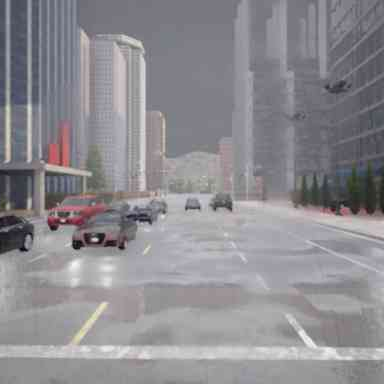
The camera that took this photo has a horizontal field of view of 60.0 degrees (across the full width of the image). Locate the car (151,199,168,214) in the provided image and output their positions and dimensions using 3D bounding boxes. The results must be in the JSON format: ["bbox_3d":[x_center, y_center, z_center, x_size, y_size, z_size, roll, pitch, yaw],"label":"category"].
[{"bbox_3d":[-3.561,1.483,34.647,2.128,1.511,4.902,0,0,0],"label":"car"}]

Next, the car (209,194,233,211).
[{"bbox_3d":[3.604,1.212,39.966,2.150,2.045,5.566,0,0,0],"label":"car"}]

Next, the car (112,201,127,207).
[{"bbox_3d":[-7.070,1.540,31.787,2.033,1.411,5.357,0,0,0],"label":"car"}]

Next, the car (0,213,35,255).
[{"bbox_3d":[-7.088,1.502,11.189,1.837,1.490,4.892,0,0,0],"label":"car"}]

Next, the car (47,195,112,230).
[{"bbox_3d":[-7.077,1.216,21.125,2.150,2.045,5.566,0,0,1],"label":"car"}]

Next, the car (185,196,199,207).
[{"bbox_3d":[0.008,1.480,51.224,2.128,1.511,4.902,0,0,0],"label":"car"}]

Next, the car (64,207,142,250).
[{"bbox_3d":[-3.579,1.561,14.223,1.994,1.385,4.181,0,0,0],"label":"car"}]

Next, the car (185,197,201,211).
[{"bbox_3d":[0.113,1.554,41.101,1.994,1.385,4.181,0,0,-1],"label":"car"}]

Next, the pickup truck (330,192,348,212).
[{"bbox_3d":[16.625,1.050,36.066,2.390,2.098,6.274,0,0,31],"label":"pickup truck"}]

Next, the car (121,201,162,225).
[{"bbox_3d":[-3.570,1.595,24.229,1.895,1.301,4.718,0,0,0],"label":"car"}]
